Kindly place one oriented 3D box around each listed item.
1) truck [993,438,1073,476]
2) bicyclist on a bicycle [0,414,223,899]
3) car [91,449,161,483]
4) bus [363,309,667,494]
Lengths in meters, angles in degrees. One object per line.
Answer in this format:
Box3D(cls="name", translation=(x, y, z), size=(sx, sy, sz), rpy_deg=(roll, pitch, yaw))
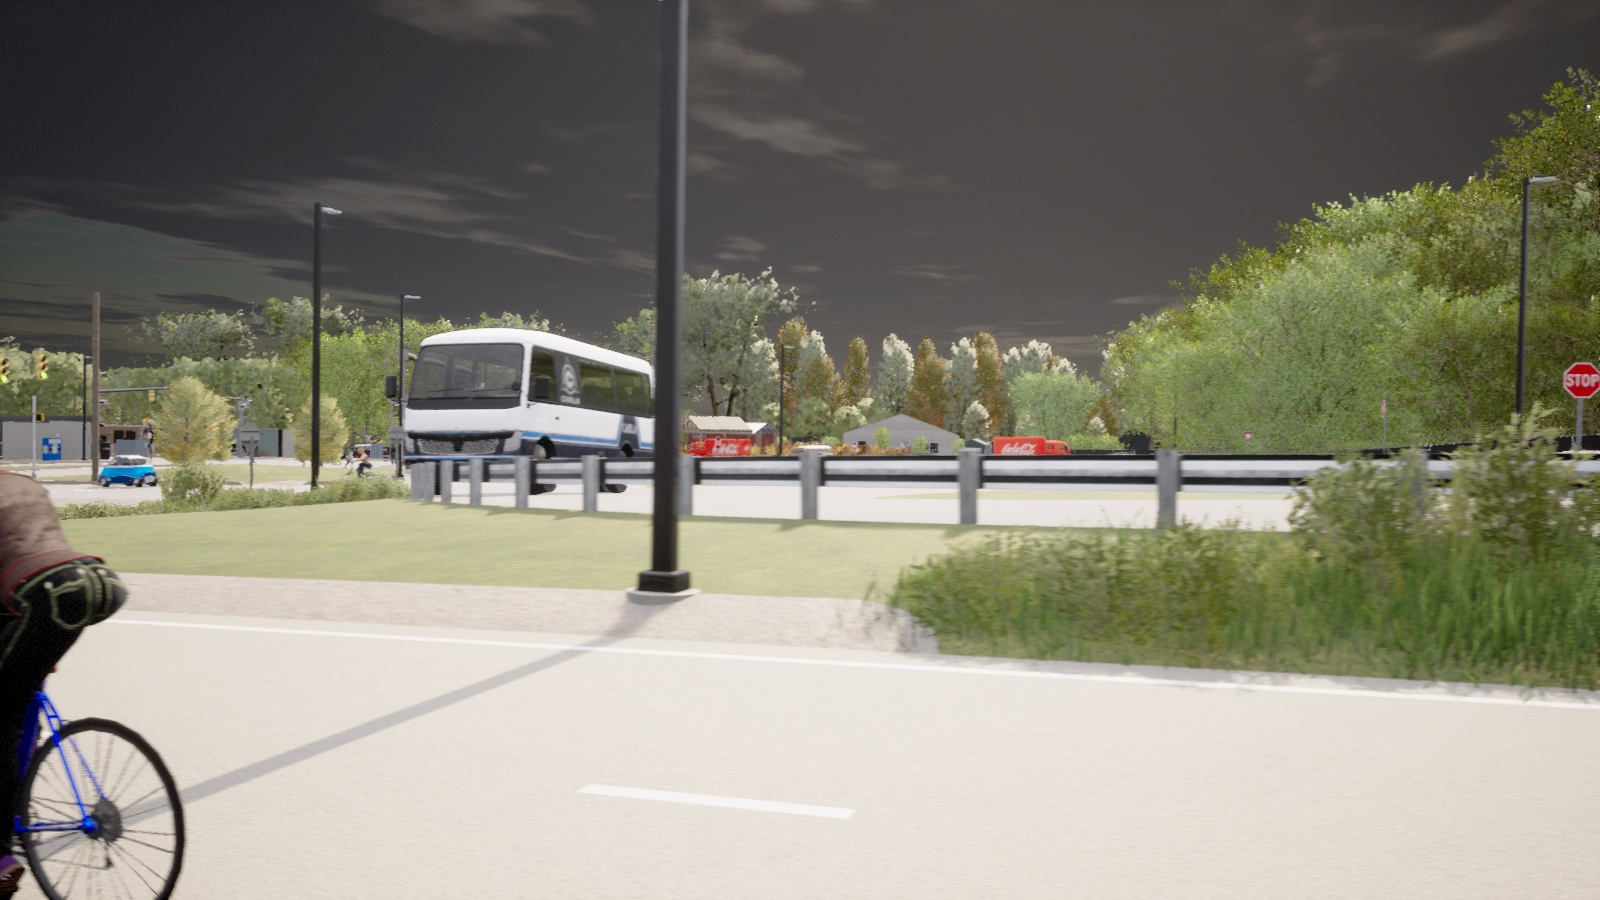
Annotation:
Box3D(cls="truck", translation=(15.819, 0.451, 85.391), size=(5.204, 2.467, 2.627), rpy_deg=(1, 0, 11))
Box3D(cls="bicyclist on a bicycle", translation=(-2.788, 0.698, 4.131), size=(1.656, 1.620, 0.582), rpy_deg=(0, 1, 19))
Box3D(cls="car", translation=(-28.585, 0.671, 53.290), size=(2.207, 1.376, 1.481), rpy_deg=(0, 1, 18))
Box3D(cls="bus", translation=(-7.231, -0.975, 34.318), size=(3.944, 4.253, 10.273), rpy_deg=(0, -2, 13))
